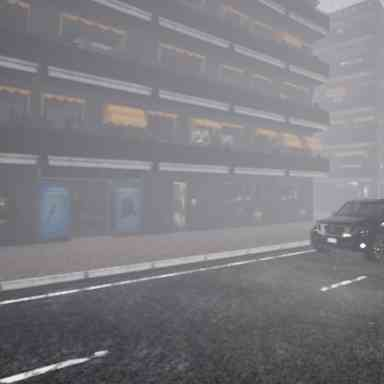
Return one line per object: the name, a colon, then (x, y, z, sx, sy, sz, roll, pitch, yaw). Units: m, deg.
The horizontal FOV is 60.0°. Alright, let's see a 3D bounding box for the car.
car: (6.910, 1.293, 12.787, 5.566, 2.045, 2.150, 1, 0, -37)
